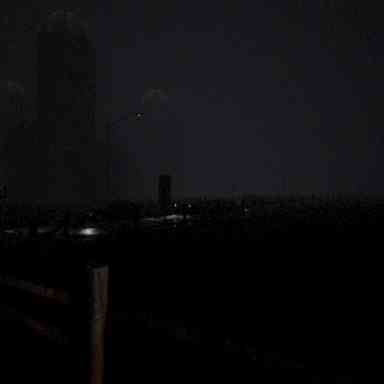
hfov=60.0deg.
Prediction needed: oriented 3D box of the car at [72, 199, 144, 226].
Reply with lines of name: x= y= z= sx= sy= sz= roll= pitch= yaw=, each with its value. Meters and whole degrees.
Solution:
car: x=-5.281 y=1.212 z=21.496 sx=1.882 sy=1.535 sz=5.008 roll=1 pitch=1 yaw=35

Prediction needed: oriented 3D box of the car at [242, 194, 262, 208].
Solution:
car: x=6.409 y=0.938 z=38.089 sx=2.128 sy=1.511 sz=4.902 roll=1 pitch=1 yaw=35

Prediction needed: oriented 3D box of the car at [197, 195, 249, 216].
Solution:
car: x=2.659 y=1.207 z=27.653 sx=1.994 sy=1.385 sz=4.181 roll=1 pitch=1 yaw=35

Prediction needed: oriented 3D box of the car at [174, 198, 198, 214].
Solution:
car: x=0.437 y=1.193 z=29.619 sx=1.895 sy=1.301 sz=4.718 roll=1 pitch=1 yaw=35
